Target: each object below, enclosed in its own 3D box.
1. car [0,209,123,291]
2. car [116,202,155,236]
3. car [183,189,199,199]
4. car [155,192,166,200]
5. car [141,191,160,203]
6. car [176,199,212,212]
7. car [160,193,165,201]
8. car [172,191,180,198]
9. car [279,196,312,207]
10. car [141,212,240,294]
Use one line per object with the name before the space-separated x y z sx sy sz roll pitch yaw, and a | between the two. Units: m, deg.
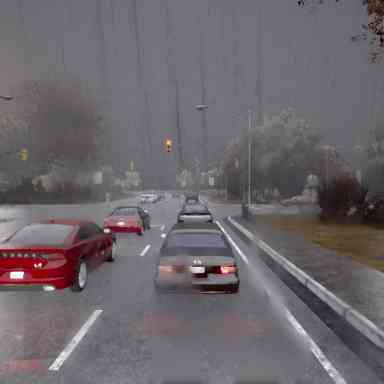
car | -3.398 1.447 8.932 1.882 1.535 5.008 0 0 0
car | -3.401 1.462 17.919 1.994 1.385 4.181 0 0 0
car | 0.026 0.752 60.577 2.150 2.045 5.566 0 1 1
car | -7.130 0.886 75.735 2.128 1.511 4.902 0 1 -1
car | -7.098 0.801 55.174 2.150 2.045 5.566 0 0 0
car | 0.127 1.384 18.553 2.128 1.511 4.902 0 0 -1
car | -7.059 0.974 65.347 2.128 1.511 4.902 0 1 0
car | -4.020 0.736 86.384 2.128 1.511 4.902 0 1 -4
car | 13.686 1.208 43.116 4.674 1.442 1.812 0 0 -3
car | 0.099 1.517 8.860 2.033 1.411 5.357 0 0 0
